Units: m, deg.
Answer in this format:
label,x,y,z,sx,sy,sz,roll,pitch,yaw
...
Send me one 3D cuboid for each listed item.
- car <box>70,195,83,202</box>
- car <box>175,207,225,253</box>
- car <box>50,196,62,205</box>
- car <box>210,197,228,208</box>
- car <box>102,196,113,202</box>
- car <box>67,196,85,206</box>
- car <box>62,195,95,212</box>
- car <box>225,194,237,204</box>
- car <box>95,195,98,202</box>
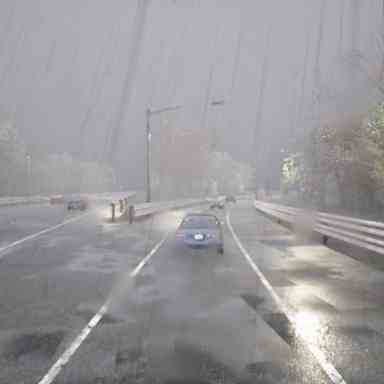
label,x,y,z,sx,sy,sz,roll,pitch,yaw
car,-25.145,1.348,72.315,1.837,1.490,4.892,0,0,-9
car,0.361,1.594,13.939,2.033,1.411,5.357,0,0,3
car,-22.710,1.353,56.832,1.882,1.535,5.008,0,0,-9
car,3.620,1.778,46.862,1.895,1.301,4.718,0,0,9
car,-17.750,1.452,70.231,1.895,1.301,4.718,0,0,-9
car,-18.677,1.447,53.558,1.994,1.385,4.181,0,0,-9
car,-12.708,1.403,37.446,2.128,1.511,4.902,0,0,-9
car,8.448,1.473,72.409,2.150,2.045,5.566,0,0,14
car,-21.639,1.328,72.543,1.882,1.535,5.008,0,0,-9
